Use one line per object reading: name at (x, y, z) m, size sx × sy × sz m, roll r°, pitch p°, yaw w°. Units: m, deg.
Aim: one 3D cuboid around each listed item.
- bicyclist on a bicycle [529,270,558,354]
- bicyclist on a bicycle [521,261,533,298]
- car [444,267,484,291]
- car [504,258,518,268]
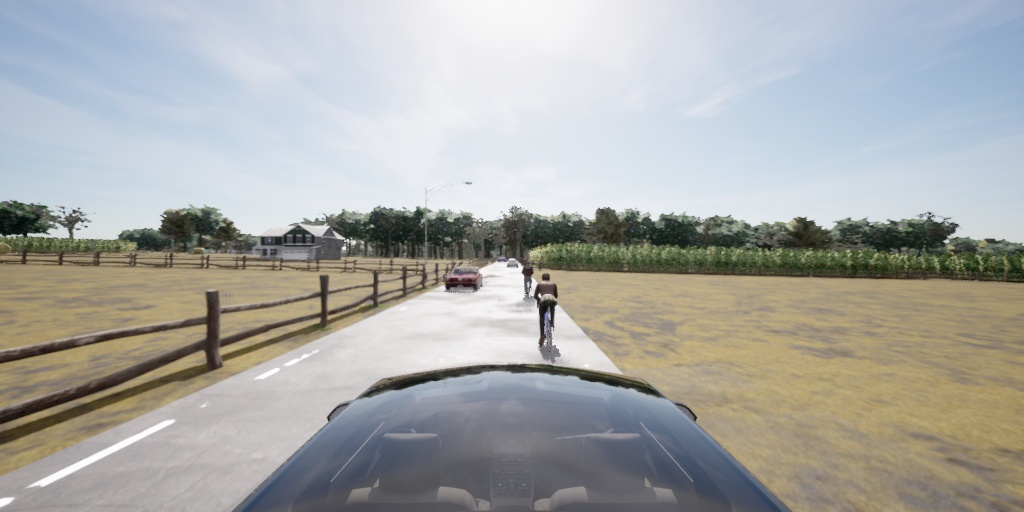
bicyclist on a bicycle at (0.762, 1.203, 7.878) m, size 0.582 × 1.620 × 1.656 m, roll 0°, pitch 0°, yaw 0°
bicyclist on a bicycle at (0.766, 1.121, 17.522) m, size 0.659 × 1.776 × 1.843 m, roll 0°, pitch 0°, yaw 0°
car at (-2.840, 1.350, 21.892) m, size 1.895 × 1.301 × 4.718 m, roll 0°, pitch 0°, yaw 0°
car at (0.123, 1.304, 61.327) m, size 1.895 × 1.301 × 4.718 m, roll 0°, pitch 0°, yaw 0°
